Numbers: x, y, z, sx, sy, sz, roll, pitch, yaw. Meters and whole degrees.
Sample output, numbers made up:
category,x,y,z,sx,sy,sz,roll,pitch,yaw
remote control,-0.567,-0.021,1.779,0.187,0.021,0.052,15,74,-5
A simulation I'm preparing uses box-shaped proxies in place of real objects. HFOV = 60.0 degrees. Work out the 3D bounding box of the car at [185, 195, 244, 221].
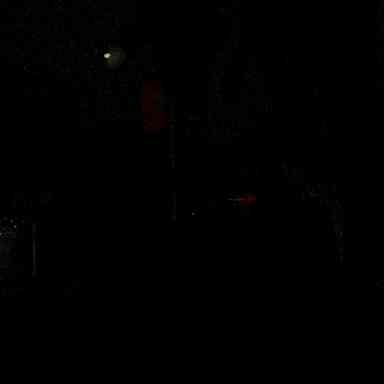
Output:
category,x,y,z,sx,sy,sz,roll,pitch,yaw
car,1.463,1.210,24.035,2.128,1.511,4.902,-2,0,35

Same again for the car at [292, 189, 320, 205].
category,x,y,z,sx,sy,sz,roll,pitch,yaw
car,15.183,0.714,43.538,2.097,1.767,4.553,-2,0,35

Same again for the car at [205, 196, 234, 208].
category,x,y,z,sx,sy,sz,roll,pitch,yaw
car,3.773,1.322,44.538,1.994,1.385,4.181,-2,0,35

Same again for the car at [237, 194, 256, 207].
category,x,y,z,sx,sy,sz,roll,pitch,yaw
car,6.440,1.011,42.694,2.097,1.767,4.553,-2,0,36

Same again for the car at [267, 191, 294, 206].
category,x,y,z,sx,sy,sz,roll,pitch,yaw
car,11.503,1.017,44.020,1.812,1.442,4.674,-2,0,36

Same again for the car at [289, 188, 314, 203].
category,x,y,z,sx,sy,sz,roll,pitch,yaw
car,17.224,0.537,52.261,2.150,2.045,5.566,-2,0,35

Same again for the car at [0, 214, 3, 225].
category,x,y,z,sx,sy,sz,roll,pitch,yaw
car,-11.047,1.616,23.544,1.837,1.490,4.892,-2,-1,35

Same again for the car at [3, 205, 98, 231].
category,x,y,z,sx,sy,sz,roll,pitch,yaw
car,-8.643,1.566,21.305,2.033,1.411,5.357,-2,-1,35
